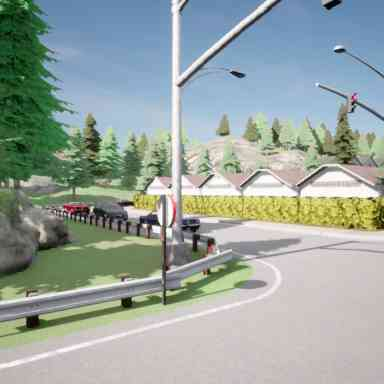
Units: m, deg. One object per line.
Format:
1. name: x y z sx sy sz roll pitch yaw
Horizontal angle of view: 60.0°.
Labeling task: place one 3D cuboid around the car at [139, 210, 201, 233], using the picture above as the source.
1. car: -1.462 1.792 20.788 1.895 1.301 4.718 0 0 -35

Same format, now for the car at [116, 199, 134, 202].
1. car: -10.958 1.777 53.332 1.895 1.301 4.718 0 0 33

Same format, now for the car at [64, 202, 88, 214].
1. car: -12.850 1.791 37.149 1.895 1.301 4.718 0 0 -33

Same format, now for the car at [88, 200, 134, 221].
1. car: -7.177 1.696 28.956 1.837 1.490 4.892 0 0 -35
